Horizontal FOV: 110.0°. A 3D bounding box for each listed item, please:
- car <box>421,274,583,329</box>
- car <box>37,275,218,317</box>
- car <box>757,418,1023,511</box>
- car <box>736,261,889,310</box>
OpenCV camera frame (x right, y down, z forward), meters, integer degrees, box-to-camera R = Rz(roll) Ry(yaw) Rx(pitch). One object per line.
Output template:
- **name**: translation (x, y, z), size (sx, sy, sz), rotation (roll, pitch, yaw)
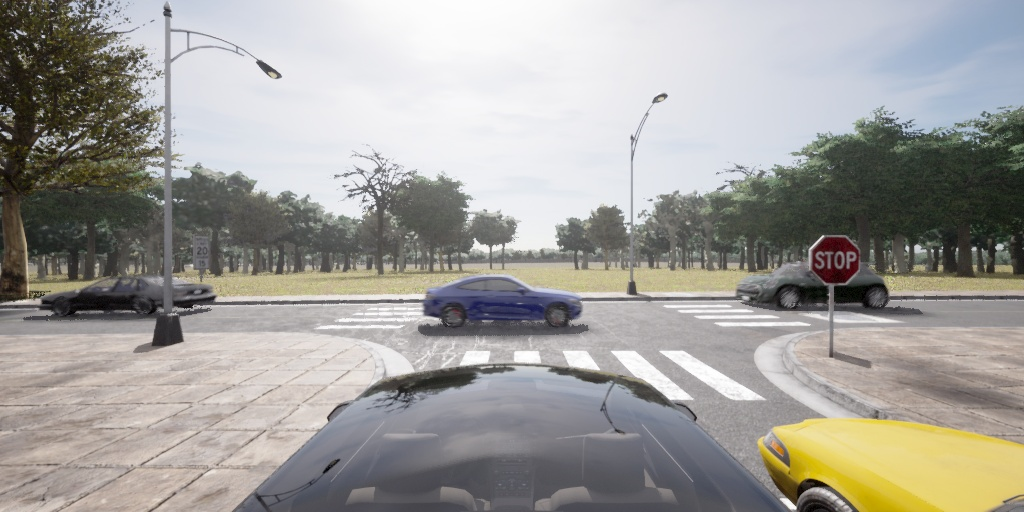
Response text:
- **car**: translation (-0.291, 1.259, 10.617), size (4.674, 1.442, 1.812), rotation (0, 0, 1)
- **car**: translation (-14.522, 1.466, 13.744), size (5.357, 1.411, 2.033), rotation (-1, 0, 1)
- **car**: translation (2.628, 1.276, 0.614), size (1.751, 1.417, 4.829), rotation (0, 0, 0)
- **car**: translation (11.026, 0.980, 13.428), size (4.553, 1.767, 2.097), rotation (0, 0, 1)
